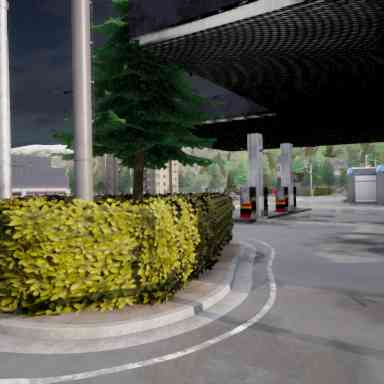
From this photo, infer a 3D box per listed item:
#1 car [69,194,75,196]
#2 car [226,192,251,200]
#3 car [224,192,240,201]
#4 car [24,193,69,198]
[{"bbox_3d":[-24.183,1.123,63.864,3.866,1.878,1.905,-1,1,35],"label":"car"},{"bbox_3d":[9.267,0.811,66.471,4.514,1.523,2.007,-1,1,35],"label":"car"},{"bbox_3d":[7.493,0.850,63.884,5.027,1.636,2.152,-1,1,35],"label":"car"},{"bbox_3d":[-14.729,1.183,33.571,3.866,1.878,1.905,-1,1,35],"label":"car"}]
